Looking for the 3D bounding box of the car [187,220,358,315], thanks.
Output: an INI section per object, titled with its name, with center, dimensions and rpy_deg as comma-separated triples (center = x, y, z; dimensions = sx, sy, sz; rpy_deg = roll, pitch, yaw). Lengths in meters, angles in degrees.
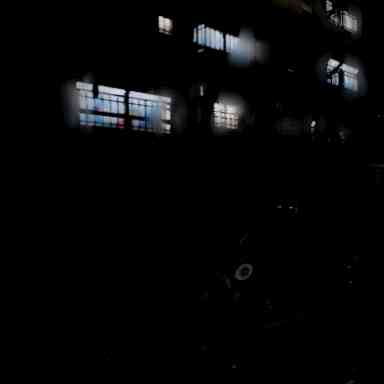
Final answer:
[car]
center = 1.856, 1.423, 7.437
dimensions = 4.097, 1.590, 1.967
rpy_deg = 0, -1, -36
